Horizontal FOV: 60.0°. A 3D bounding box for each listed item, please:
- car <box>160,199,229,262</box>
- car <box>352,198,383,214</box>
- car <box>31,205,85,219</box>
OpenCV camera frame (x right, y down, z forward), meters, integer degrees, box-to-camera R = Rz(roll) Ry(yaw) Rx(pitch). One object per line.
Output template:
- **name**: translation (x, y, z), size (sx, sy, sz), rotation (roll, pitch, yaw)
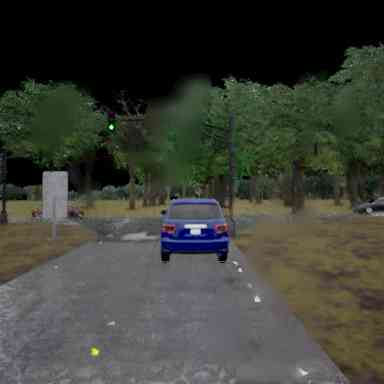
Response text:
- **car**: translation (0.004, 1.250, 12.354), size (2.150, 2.045, 5.566), rotation (0, 0, -2)
- **car**: translation (17.941, 1.313, 31.858), size (4.892, 1.490, 1.837), rotation (-1, -2, 0)
- **car**: translation (-12.804, 1.926, 31.778), size (4.718, 1.301, 1.895), rotation (-1, -2, 10)
